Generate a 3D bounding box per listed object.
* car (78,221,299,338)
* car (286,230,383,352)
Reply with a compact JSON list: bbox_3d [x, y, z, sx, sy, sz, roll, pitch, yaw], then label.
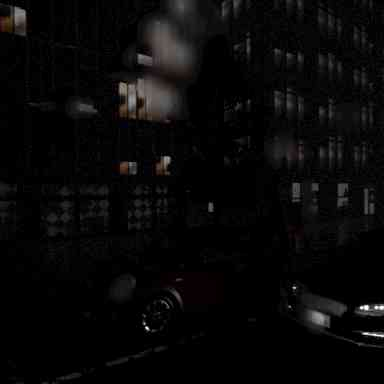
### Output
[{"bbox_3d":[-0.071,1.440,6.519,4.097,1.590,1.967,0,-1,-35],"label":"car"},{"bbox_3d":[3.751,1.492,6.055,4.902,1.511,2.128,0,0,-36],"label":"car"}]
